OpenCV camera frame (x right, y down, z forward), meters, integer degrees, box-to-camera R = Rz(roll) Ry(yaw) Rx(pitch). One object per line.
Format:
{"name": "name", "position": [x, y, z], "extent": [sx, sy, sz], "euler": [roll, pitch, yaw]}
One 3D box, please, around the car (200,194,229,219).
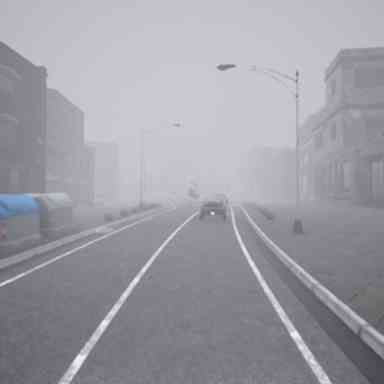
{"name": "car", "position": [1.610, 1.106, 24.383], "extent": [1.837, 1.490, 4.892], "euler": [0, 1, 6]}

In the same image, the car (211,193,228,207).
{"name": "car", "position": [3.615, 1.050, 42.746], "extent": [2.033, 1.649, 4.856], "euler": [0, -2, 6]}
